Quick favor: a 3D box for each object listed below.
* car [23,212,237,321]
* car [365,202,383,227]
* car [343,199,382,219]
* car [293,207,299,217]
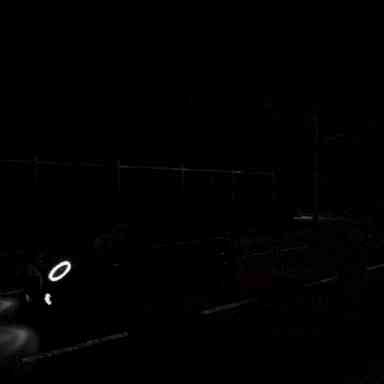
[{"bbox_3d":[-1.192,1.352,7.426,4.553,1.767,2.097,0,0,-35],"label":"car"},{"bbox_3d":[13.071,1.553,20.607,1.812,1.442,4.674,0,0,-3],"label":"car"},{"bbox_3d":[15.286,1.402,28.014,2.097,1.767,4.553,0,0,-36],"label":"car"},{"bbox_3d":[8.064,1.581,32.069,1.812,1.442,4.674,0,0,-36],"label":"car"}]
